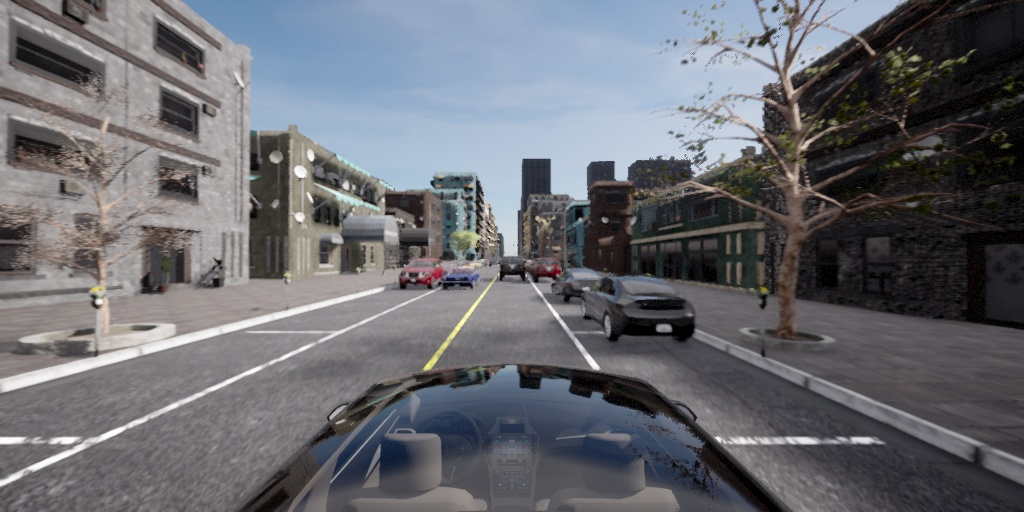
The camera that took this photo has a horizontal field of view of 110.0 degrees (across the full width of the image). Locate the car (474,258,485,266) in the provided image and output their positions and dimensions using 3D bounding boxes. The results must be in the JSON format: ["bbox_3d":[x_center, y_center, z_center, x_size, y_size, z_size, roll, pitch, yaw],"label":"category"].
[{"bbox_3d":[-5.749,1.311,57.820,1.751,1.417,4.829,0,0,0],"label":"car"}]

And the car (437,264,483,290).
[{"bbox_3d":[-3.095,1.360,22.447,1.895,1.301,4.718,0,0,0],"label":"car"}]

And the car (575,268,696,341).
[{"bbox_3d":[3.147,1.257,9.844,1.837,1.490,4.892,0,0,0],"label":"car"}]

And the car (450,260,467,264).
[{"bbox_3d":[-5.684,1.349,34.212,1.802,1.307,4.207,0,0,0],"label":"car"}]

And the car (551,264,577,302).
[{"bbox_3d":[3.136,1.282,16.885,1.812,1.442,4.674,0,0,-1],"label":"car"}]

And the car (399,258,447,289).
[{"bbox_3d":[-5.686,1.075,23.147,2.192,1.841,5.009,0,0,0],"label":"car"}]

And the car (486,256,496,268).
[{"bbox_3d":[-2.989,1.068,65.400,2.150,2.045,5.566,0,0,0],"label":"car"}]

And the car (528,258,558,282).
[{"bbox_3d":[2.696,1.078,28.677,2.192,1.841,5.009,0,0,0],"label":"car"}]

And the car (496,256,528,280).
[{"bbox_3d":[0.057,0.989,31.275,2.150,2.045,5.566,0,0,0],"label":"car"}]

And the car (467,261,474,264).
[{"bbox_3d":[-5.682,1.211,39.746,1.967,1.591,4.097,0,0,0],"label":"car"}]
